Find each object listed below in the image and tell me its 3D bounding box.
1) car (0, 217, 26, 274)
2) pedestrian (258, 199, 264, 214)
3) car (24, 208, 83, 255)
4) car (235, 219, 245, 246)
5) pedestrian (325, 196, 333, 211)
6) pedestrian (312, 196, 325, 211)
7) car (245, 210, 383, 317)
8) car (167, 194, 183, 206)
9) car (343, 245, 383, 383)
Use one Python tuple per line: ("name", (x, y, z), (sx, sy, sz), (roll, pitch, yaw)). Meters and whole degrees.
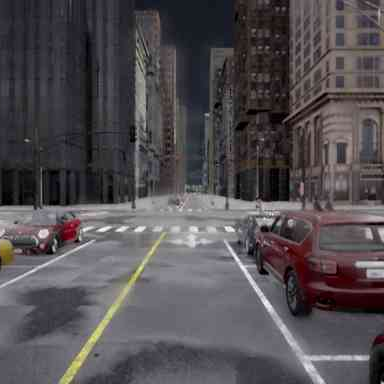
("car", (-5.767, 1.517, 7.216), (1.752, 1.417, 4.829), (0, 0, 0))
("pedestrian", (4.115, 1.274, 19.669), (0.375, 1.860, 0.375), (0, 0, 0))
("car", (-5.768, 1.426, 12.988), (1.967, 1.590, 4.097), (0, 0, 0))
("car", (2.758, 1.537, 12.990), (2.008, 1.369, 4.403), (0, 0, 0))
("pedestrian", (7.786, 1.134, 19.069), (0.375, 1.860, 0.375), (0, 0, 0))
("pedestrian", (6.993, 1.127, 18.468), (0.375, 1.860, 0.375), (0, 0, 0))
("car", (2.758, 1.307, 7.388), (2.192, 1.841, 5.009), (0, 0, 0))
("car", (-2.947, 1.496, 53.691), (2.033, 1.411, 5.357), (0, 0, 0))
("car", (2.759, 1.438, 1.786), (1.967, 1.590, 4.097), (0, 0, 0))
